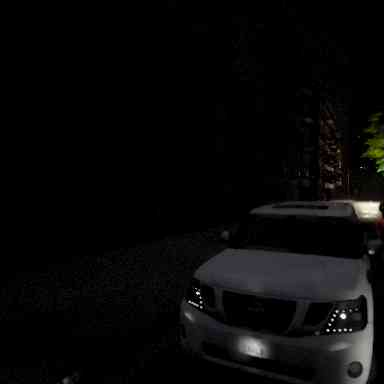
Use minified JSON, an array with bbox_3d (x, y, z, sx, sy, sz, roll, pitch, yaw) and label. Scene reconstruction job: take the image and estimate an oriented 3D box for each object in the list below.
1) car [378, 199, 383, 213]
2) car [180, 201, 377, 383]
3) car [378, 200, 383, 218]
[{"bbox_3d":[22.428,1.573,37.828,1.994,1.385,4.181,0,0,28],"label":"car"},{"bbox_3d":[1.911,1.220,5.793,2.150,2.045,5.566,0,0,28],"label":"car"},{"bbox_3d":[17.791,1.358,29.092,2.097,1.767,4.553,0,0,28],"label":"car"}]
